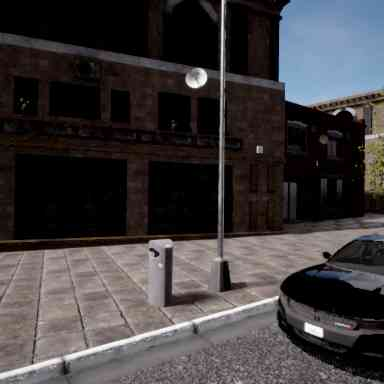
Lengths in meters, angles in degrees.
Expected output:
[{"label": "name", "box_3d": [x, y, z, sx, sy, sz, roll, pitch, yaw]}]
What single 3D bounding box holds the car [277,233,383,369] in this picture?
[{"label": "car", "box_3d": [3.557, 1.479, 5.712, 5.008, 1.535, 1.882, 0, 0, -36]}]
